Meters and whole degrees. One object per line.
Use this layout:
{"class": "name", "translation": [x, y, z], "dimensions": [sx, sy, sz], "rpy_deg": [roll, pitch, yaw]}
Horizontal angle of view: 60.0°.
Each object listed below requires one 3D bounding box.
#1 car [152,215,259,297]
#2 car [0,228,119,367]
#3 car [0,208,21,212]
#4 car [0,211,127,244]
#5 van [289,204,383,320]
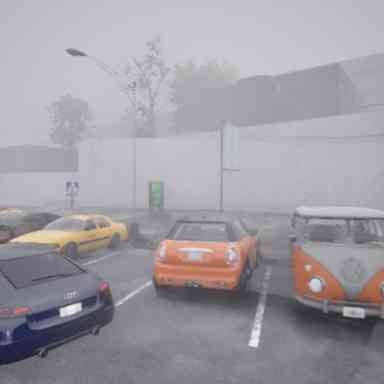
{"class": "car", "translation": [0.629, 1.389, 9.000], "dimensions": [2.185, 1.767, 4.553], "rpy_deg": [0, -1, 15]}
{"class": "car", "translation": [-3.290, 1.590, 5.723], "dimensions": [4.181, 1.385, 1.994], "rpy_deg": [0, 0, 35]}
{"class": "car", "translation": [-6.645, 1.566, 14.251], "dimensions": [2.163, 1.488, 4.792], "rpy_deg": [0, -1, 15]}
{"class": "car", "translation": [-4.268, 1.525, 12.311], "dimensions": [1.946, 1.575, 5.366], "rpy_deg": [0, -1, 16]}
{"class": "van", "translation": [3.048, 1.275, 7.180], "dimensions": [1.878, 1.987, 4.442], "rpy_deg": [0, -1, 15]}
